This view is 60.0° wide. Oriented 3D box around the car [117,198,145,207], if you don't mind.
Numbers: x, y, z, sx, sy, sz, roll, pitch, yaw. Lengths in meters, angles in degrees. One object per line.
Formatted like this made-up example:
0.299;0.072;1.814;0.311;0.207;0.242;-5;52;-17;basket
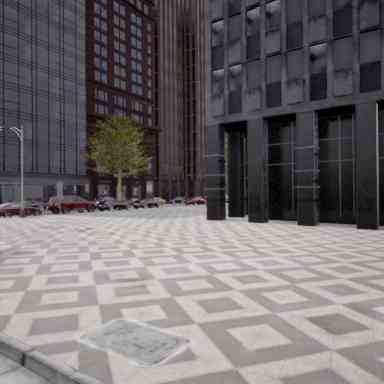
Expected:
-9.606;1.614;52.706;1.802;1.307;4.206;-1;0;35;car

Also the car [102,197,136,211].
-8.976;1.526;38.579;1.947;1.339;4.313;-1;0;35;car

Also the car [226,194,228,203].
3.802;1.224;57.164;2.192;1.841;5.009;-1;0;35;car

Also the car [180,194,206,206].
0.609;1.464;52.517;1.887;1.381;4.507;-1;0;35;car

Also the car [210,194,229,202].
6.370;1.298;75.940;2.192;1.841;5.009;-1;0;35;car

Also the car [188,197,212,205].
1.454;1.541;58.284;1.895;1.301;4.718;-1;0;34;car

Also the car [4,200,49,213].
-19.193;1.644;38.767;1.947;1.339;4.313;-1;0;35;car

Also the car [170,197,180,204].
-3.215;1.576;62.000;1.947;1.339;4.313;-1;0;35;car

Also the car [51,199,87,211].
-15.998;1.643;43.413;1.802;1.307;4.206;-1;0;35;car

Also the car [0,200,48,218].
-15.367;1.577;29.287;1.802;1.307;4.206;-1;0;35;car

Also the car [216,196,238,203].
7.116;1.471;66.515;2.033;1.411;5.357;-1;0;35;car

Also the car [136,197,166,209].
-5.782;1.510;43.224;1.947;1.339;4.313;-1;0;35;car

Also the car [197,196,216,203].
3.176;1.537;71.293;1.887;1.381;4.507;-1;0;35;car

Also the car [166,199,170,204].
-6.508;1.546;57.212;1.752;1.417;4.829;-1;0;35;car

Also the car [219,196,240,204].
7.000;1.465;61.808;1.947;1.339;4.313;-1;0;35;car

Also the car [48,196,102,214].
-12.174;1.291;33.934;2.192;1.841;5.009;-1;0;35;car

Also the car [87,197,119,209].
-12.804;1.486;48.060;1.967;1.590;4.097;-1;0;35;car
